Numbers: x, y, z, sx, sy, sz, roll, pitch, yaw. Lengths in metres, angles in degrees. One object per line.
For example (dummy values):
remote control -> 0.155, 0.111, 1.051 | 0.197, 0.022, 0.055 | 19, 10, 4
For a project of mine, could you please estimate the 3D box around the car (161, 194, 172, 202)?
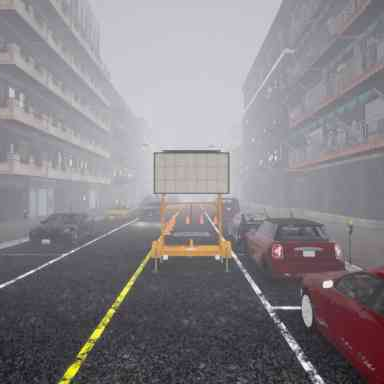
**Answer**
car -> -5.799, 1.292, 77.190 | 2.192, 1.841, 5.009 | 0, 0, 0

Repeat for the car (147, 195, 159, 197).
car -> -5.751, 1.432, 43.372 | 1.967, 1.590, 4.097 | 0, 0, 0

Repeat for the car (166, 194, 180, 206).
car -> -3.079, 1.340, 54.972 | 2.097, 1.767, 4.553 | 0, 0, 0

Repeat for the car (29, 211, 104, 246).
car -> -5.711, 1.565, 15.188 | 1.947, 1.339, 4.313 | 0, 0, 0

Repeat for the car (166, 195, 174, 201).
car -> -5.816, 1.516, 88.463 | 1.887, 1.381, 4.507 | 0, 0, 0

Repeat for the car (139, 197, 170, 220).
car -> -3.141, 1.474, 27.827 | 1.882, 1.535, 5.008 | 0, 0, 0

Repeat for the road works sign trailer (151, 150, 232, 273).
road works sign trailer -> -0.015, 0.464, 10.690 | 2.380, 3.560, 2.880 | 0, 0, 0

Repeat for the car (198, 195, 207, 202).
car -> 2.580, 1.503, 77.368 | 1.752, 1.417, 4.829 | 0, 0, 0

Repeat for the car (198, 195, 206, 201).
car -> 2.564, 1.516, 88.471 | 1.887, 1.381, 4.507 | 0, 0, 0

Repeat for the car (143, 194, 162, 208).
car -> -5.758, 1.305, 49.008 | 2.192, 1.841, 5.009 | 0, 0, 0

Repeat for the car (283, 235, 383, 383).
car -> 2.686, 1.545, 3.925 | 1.887, 1.381, 4.507 | 0, 0, 0

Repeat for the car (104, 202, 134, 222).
car -> -5.727, 1.523, 26.292 | 1.752, 1.417, 4.829 | 0, 0, 0

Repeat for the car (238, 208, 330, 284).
car -> 2.678, 1.440, 9.562 | 1.967, 1.590, 4.097 | 0, 0, 0

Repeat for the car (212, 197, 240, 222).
car -> 2.655, 1.312, 26.471 | 2.192, 1.841, 5.009 | 0, 0, 0

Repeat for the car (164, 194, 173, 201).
car -> -5.808, 1.414, 82.826 | 1.967, 1.590, 4.097 | 0, 0, 0

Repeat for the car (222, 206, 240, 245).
car -> 2.670, 1.550, 15.197 | 2.008, 1.369, 4.403 | 0, 0, 0
